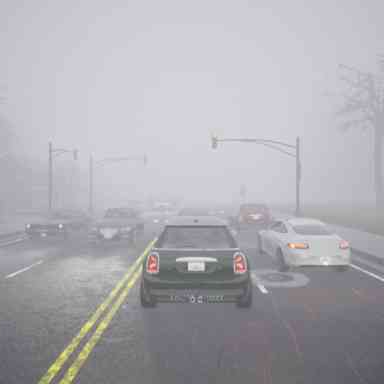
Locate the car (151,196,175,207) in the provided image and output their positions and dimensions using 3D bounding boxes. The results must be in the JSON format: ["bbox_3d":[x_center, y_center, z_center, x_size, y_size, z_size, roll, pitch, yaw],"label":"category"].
[{"bbox_3d":[-3.283,1.515,38.326,1.812,1.442,4.674,0,0,0],"label":"car"}]

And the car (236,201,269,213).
[{"bbox_3d":[3.341,1.349,19.410,2.097,1.767,4.553,0,0,0],"label":"car"}]

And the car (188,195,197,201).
[{"bbox_3d":[0.143,1.467,85.668,2.128,1.511,4.902,0,0,0],"label":"car"}]

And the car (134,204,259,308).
[{"bbox_3d":[0.090,1.351,8.064,2.097,1.767,4.553,0,0,0],"label":"car"}]

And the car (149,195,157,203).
[{"bbox_3d":[-6.495,1.324,55.133,2.097,1.767,4.553,0,0,0],"label":"car"}]

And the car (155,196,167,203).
[{"bbox_3d":[-6.385,1.505,69.199,2.033,1.411,5.357,0,0,0],"label":"car"}]

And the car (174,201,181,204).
[{"bbox_3d":[0.070,1.475,17.329,1.882,1.535,5.008,0,0,0],"label":"car"}]

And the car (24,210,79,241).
[{"bbox_3d":[-6.573,1.598,16.966,1.895,1.301,4.718,0,0,0],"label":"car"}]

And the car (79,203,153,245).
[{"bbox_3d":[-3.327,1.490,15.660,2.128,1.511,4.902,0,0,0],"label":"car"}]

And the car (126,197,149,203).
[{"bbox_3d":[-6.540,1.537,37.796,2.033,1.411,5.357,0,0,0],"label":"car"}]

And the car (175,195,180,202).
[{"bbox_3d":[-3.255,1.475,52.345,1.837,1.490,4.892,0,2,0],"label":"car"}]

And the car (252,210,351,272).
[{"bbox_3d":[3.350,1.524,10.616,1.812,1.442,4.674,0,0,0],"label":"car"}]
